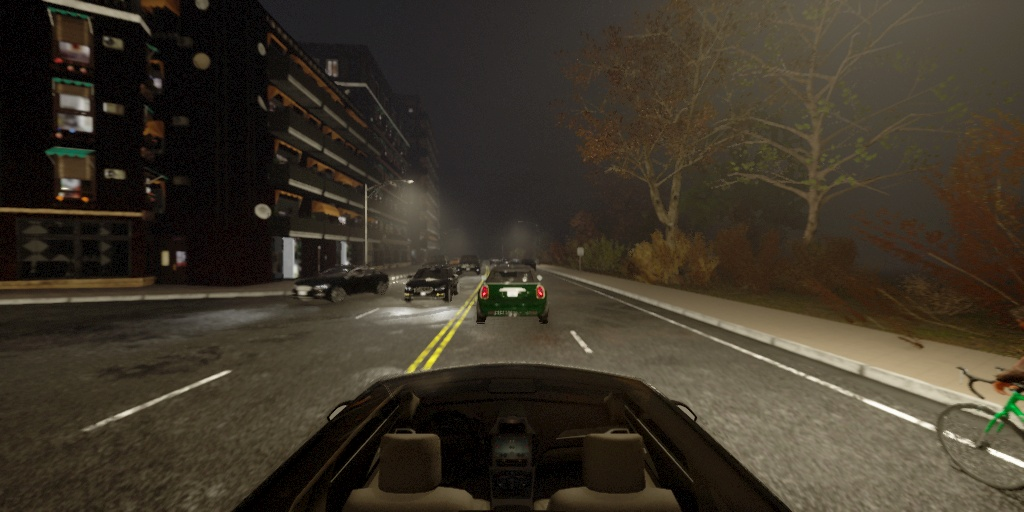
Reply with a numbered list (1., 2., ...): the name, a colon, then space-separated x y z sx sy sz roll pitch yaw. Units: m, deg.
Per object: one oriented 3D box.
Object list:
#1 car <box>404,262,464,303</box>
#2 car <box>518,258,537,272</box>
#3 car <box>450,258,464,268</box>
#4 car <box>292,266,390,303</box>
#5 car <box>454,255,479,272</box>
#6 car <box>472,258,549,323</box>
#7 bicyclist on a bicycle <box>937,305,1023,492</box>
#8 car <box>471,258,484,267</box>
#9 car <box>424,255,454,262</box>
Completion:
1. car: -3.547 1.220 16.492 1.837 1.490 4.892 0 0 -1
2. car: 1.906 1.104 45.397 1.882 1.535 5.008 0 0 -4
3. car: -9.006 1.073 59.343 1.882 1.535 5.008 0 0 -4
4. car: -7.653 1.206 16.596 2.128 1.511 4.902 1 0 16
5. car: -4.285 0.881 36.620 2.150 2.045 5.566 0 0 -3
6. car: -0.015 1.076 12.145 2.097 1.767 4.553 0 0 -1
7. bicyclist on a bicycle: 4.126 1.198 2.659 0.582 1.620 1.656 0 0 0
8. car: -5.831 1.134 60.506 2.033 1.411 5.357 0 0 -5
9. car: -7.524 0.885 36.375 2.150 2.045 5.566 0 0 -3
